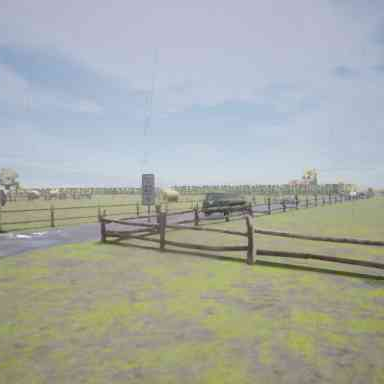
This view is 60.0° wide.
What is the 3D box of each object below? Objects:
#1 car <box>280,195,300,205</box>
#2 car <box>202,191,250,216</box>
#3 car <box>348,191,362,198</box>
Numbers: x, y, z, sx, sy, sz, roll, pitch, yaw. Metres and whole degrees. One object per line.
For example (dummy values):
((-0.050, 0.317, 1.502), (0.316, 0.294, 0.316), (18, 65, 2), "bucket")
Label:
((14.574, 1.153, 49.487), (1.994, 1.385, 4.181), (-1, 0, 35), "car")
((3.045, 0.971, 28.302), (2.150, 2.045, 5.566), (-1, 0, 35), "car")
((37.381, 0.749, 77.166), (1.812, 1.442, 4.674), (-1, 0, 35), "car")
